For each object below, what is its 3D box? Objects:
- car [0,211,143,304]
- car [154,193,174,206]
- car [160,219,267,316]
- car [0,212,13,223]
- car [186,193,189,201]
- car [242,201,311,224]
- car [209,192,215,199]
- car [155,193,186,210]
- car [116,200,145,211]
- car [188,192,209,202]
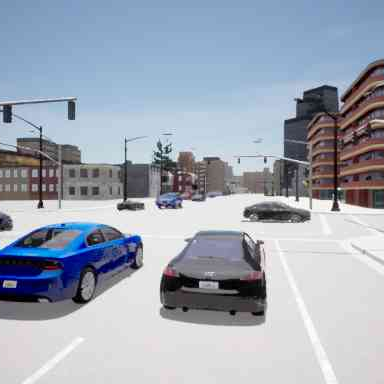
[{"bbox_3d":[-2.747,1.478,8.312,1.882,1.535,5.008,0,0,11],"label":"car"},{"bbox_3d":[-4.354,1.145,52.711,2.097,1.767,4.553,0,1,11],"label":"car"},{"bbox_3d":[0.690,1.564,7.665,1.994,1.385,4.181,0,0,12],"label":"car"},{"bbox_3d":[-11.747,1.564,17.881,1.994,1.385,4.181,0,0,11],"label":"car"},{"bbox_3d":[-1.304,1.003,68.023,1.882,1.535,5.008,0,1,11],"label":"car"},{"bbox_3d":[6.161,1.482,24.518,4.892,1.490,1.837,0,1,21],"label":"car"},{"bbox_3d":[4.239,0.797,78.150,1.812,1.442,4.674,0,1,11],"label":"car"},{"bbox_3d":[-2.773,1.139,42.513,2.150,2.045,5.566,0,0,11],"label":"car"},{"bbox_3d":[-7.088,1.546,38.823,1.895,1.301,4.718,0,0,11],"label":"car"},{"bbox_3d":[1.262,1.150,63.057,2.033,1.411,5.357,0,1,11],"label":"car"}]
